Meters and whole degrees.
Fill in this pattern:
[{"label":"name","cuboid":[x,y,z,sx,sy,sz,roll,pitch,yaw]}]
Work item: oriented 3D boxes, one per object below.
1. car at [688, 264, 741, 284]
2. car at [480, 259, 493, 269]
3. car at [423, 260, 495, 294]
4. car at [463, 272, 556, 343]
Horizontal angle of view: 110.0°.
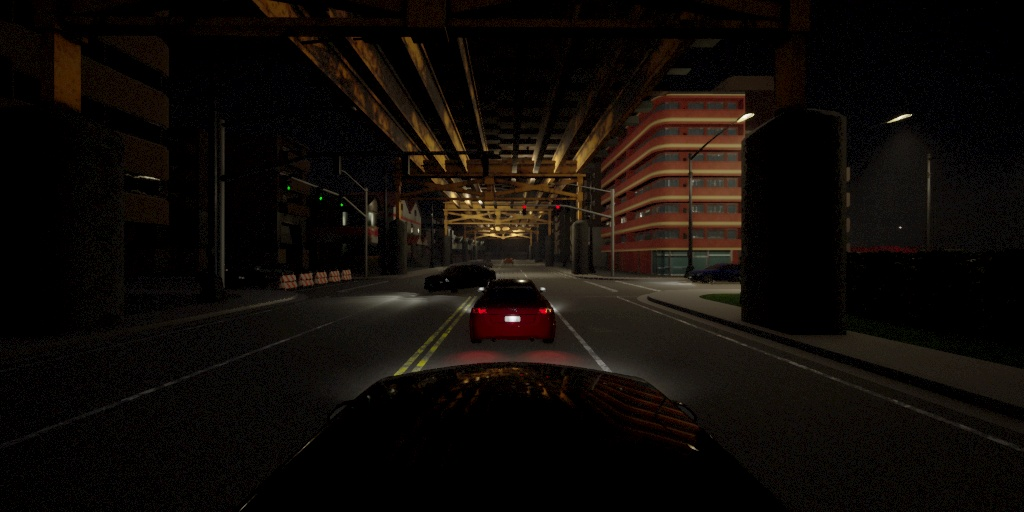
[{"label":"car","cuboid":[15.342,1.276,26.178,4.674,1.442,1.812,0,0,-1]},{"label":"car","cuboid":[-4.107,1.262,58.792,1.812,1.442,4.674,0,0,0]},{"label":"car","cuboid":[-2.900,1.228,20.597,1.882,1.535,5.008,-2,-1,31]},{"label":"car","cuboid":[0.006,1.314,9.663,1.994,1.385,4.181,0,0,0]}]
